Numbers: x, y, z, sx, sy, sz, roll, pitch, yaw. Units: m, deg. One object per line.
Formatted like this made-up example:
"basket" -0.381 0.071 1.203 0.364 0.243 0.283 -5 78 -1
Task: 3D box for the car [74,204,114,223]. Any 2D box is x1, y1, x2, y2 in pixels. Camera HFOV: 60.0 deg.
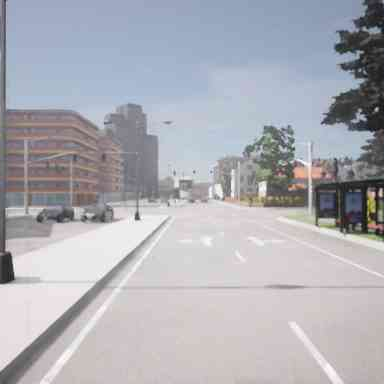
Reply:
"car" -8.017 1.764 28.545 2.128 1.511 4.902 0 -1 0

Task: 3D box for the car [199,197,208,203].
"car" 3.453 2.433 91.317 1.895 1.301 4.718 0 -1 0

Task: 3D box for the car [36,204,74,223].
"car" -11.517 1.796 28.465 1.812 1.442 4.674 0 -1 0

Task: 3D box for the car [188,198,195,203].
"car" -0.046 2.308 90.870 1.882 1.535 5.008 0 -1 0
